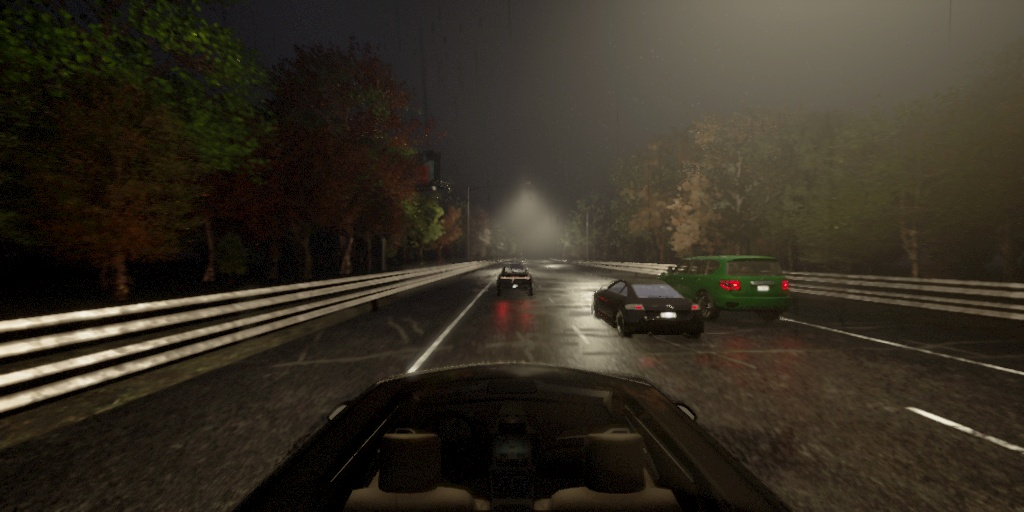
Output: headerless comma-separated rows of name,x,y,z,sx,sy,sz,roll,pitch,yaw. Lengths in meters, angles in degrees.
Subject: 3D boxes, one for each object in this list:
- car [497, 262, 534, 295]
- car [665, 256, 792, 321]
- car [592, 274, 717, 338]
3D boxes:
car,0.172,1.285,19.972,2.128,1.511,4.902,0,0,1
car,7.109,1.006,12.803,2.150,2.045,5.566,0,0,0
car,3.614,1.338,10.260,1.994,1.385,4.181,0,0,0
